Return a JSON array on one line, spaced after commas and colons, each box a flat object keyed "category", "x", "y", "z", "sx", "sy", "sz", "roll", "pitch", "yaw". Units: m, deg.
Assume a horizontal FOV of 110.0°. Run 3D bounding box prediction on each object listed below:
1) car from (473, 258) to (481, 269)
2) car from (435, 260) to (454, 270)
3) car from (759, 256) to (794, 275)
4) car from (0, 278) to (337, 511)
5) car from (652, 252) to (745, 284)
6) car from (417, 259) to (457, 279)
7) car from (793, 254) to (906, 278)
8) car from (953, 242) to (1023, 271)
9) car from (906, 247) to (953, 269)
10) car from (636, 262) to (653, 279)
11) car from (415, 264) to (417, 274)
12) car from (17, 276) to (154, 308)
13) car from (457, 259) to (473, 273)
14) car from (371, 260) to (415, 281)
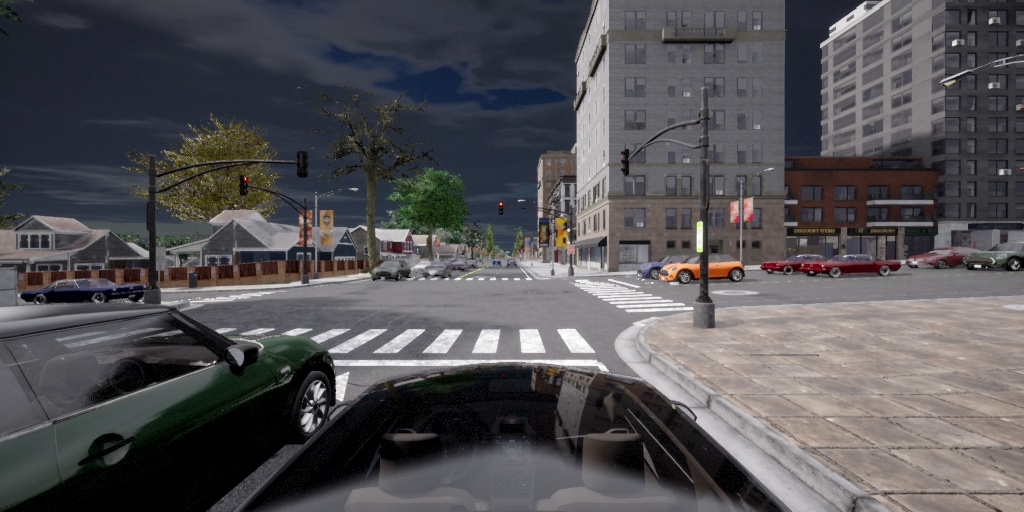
[{"category": "car", "x": -6.658, "y": 1.317, "z": 58.161, "sx": 1.837, "sy": 1.490, "sz": 4.892, "roll": 0, "pitch": 0, "yaw": 0}, {"category": "car", "x": -9.911, "y": 1.303, "z": 53.160, "sx": 1.837, "sy": 1.490, "sz": 4.892, "roll": 0, "pitch": 0, "yaw": 0}, {"category": "car", "x": 20.096, "y": 0.583, "z": 24.979, "sx": 4.718, "sy": 1.301, "sz": 1.895, "roll": -2, "pitch": 0, "yaw": 0}, {"category": "car", "x": -3.152, "y": 1.102, "z": 2.461, "sx": 2.097, "sy": 1.767, "sz": 4.553, "roll": 0, "pitch": 0, "yaw": 0}, {"category": "car", "x": 11.353, "y": 0.680, "z": 21.695, "sx": 4.553, "sy": 1.767, "sz": 2.097, "roll": -2, "pitch": 0, "yaw": 0}, {"category": "car", "x": -6.637, "y": 1.256, "z": 32.336, "sx": 2.128, "sy": 1.511, "sz": 4.902, "roll": 0, "pitch": 0, "yaw": 0}, {"category": "car", "x": 20.337, "y": 0.584, "z": 21.730, "sx": 4.718, "sy": 1.301, "sz": 1.895, "roll": -2, "pitch": 0, "yaw": 0}, {"category": "car", "x": 30.492, "y": -0.045, "z": 21.764, "sx": 4.553, "sy": 1.767, "sz": 2.097, "roll": -2, "pitch": 0, "yaw": 0}, {"category": "car", "x": 30.407, "y": 0.121, "z": 25.011, "sx": 4.674, "sy": 1.442, "sz": 1.812, "roll": -2, "pitch": 0, "yaw": 0}, {"category": "car", "x": 11.099, "y": 0.679, "z": 25.015, "sx": 4.553, "sy": 1.767, "sz": 2.097, "roll": -2, "pitch": 0, "yaw": 2}, {"category": "car", "x": -9.902, "y": 1.298, "z": 41.123, "sx": 1.812, "sy": 1.442, "sz": 4.674, "roll": 0, "pitch": 0, "yaw": 0}, {"category": "car", "x": -21.636, "y": 1.806, "z": 18.338, "sx": 4.718, "sy": 1.301, "sz": 1.895, "roll": -2, "pitch": 0, "yaw": 0}, {"category": "car", "x": -6.653, "y": 1.327, "z": 45.488, "sx": 2.033, "sy": 1.411, "sz": 5.357, "roll": 0, "pitch": 0, "yaw": 0}, {"category": "car", "x": -9.884, "y": 1.114, "z": 29.657, "sx": 2.097, "sy": 1.767, "sz": 4.553, "roll": 0, "pitch": 0, "yaw": 0}]
